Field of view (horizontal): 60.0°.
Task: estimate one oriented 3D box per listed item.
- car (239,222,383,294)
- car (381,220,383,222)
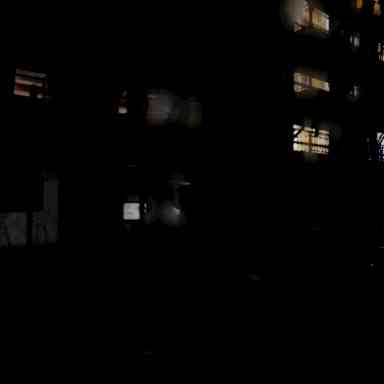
[{"bbox_3d":[3.194,1.590,8.852,4.313,1.339,1.947,0,0,-36],"label":"car"},{"bbox_3d":[7.696,1.595,12.076,4.403,1.369,2.008,0,0,-36],"label":"car"}]
